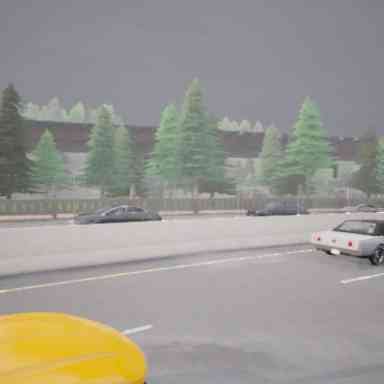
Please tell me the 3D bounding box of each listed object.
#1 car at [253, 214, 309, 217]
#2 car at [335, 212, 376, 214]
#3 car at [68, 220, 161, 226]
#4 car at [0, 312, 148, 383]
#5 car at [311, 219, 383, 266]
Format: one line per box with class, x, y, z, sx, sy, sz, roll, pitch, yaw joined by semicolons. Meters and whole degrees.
car;7.137;1.510;27.545;5.357;1.411;2.033;0;0;-23
car;10.510;1.524;21.407;4.674;1.442;1.812;0;0;-23
car;-4.029;1.418;17.810;4.902;1.511;2.128;0;0;-31
car;-2.601;1.456;1.782;5.008;1.535;1.882;0;0;-36
car;6.486;1.603;11.559;4.718;1.301;1.895;0;0;-28
